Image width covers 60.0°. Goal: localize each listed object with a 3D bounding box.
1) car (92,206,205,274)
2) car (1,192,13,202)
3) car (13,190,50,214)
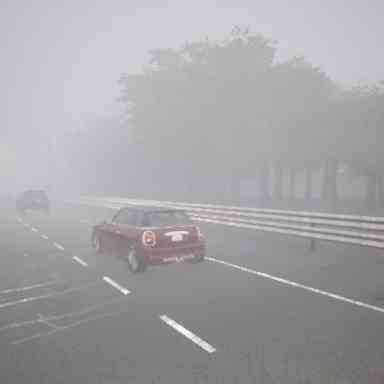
[{"bbox_3d":[-1.566,1.208,10.541,2.097,1.767,4.553,0,1,-33],"label":"car"},{"bbox_3d":[-29.129,0.769,52.787,1.882,1.535,5.008,-1,1,-29],"label":"car"},{"bbox_3d":[-14.329,0.812,29.839,2.150,2.045,5.566,0,1,-33],"label":"car"}]
